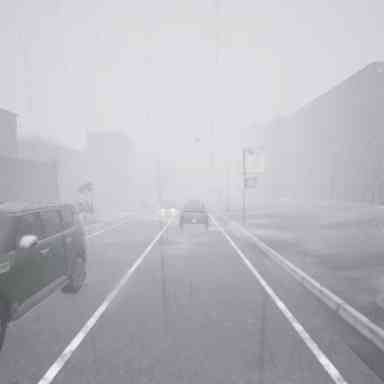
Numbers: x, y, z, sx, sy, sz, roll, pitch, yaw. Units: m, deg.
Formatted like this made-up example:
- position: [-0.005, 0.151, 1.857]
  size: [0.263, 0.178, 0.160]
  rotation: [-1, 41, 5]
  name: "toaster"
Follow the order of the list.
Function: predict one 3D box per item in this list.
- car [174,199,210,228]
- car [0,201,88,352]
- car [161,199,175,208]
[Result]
- position: [0.140, 1.488, 22.086]
  size: [2.128, 1.511, 4.902]
  rotation: [0, 0, 0]
  name: "car"
- position: [-3.580, 1.219, 5.870]
  size: [2.150, 2.045, 5.566]
  rotation: [0, 0, 0]
  name: "car"
- position: [-3.375, 1.648, 48.158]
  size: [1.895, 1.301, 4.718]
  rotation: [0, 0, 1]
  name: "car"
